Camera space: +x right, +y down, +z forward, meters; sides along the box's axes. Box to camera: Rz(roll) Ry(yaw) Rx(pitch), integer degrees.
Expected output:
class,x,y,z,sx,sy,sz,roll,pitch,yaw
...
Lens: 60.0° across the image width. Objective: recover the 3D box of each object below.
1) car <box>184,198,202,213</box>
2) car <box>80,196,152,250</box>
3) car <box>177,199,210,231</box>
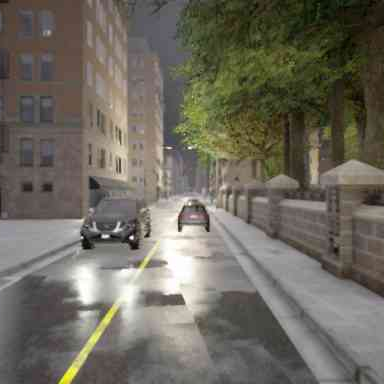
class,x,y,z,sx,sy,sz,roll,pitch,yaw
car,0.103,1.519,38.106,1.837,1.490,4.892,0,0,0
car,-3.098,1.227,14.666,2.150,2.045,5.566,0,0,0
car,0.102,1.439,20.782,2.033,1.649,4.856,0,0,0
